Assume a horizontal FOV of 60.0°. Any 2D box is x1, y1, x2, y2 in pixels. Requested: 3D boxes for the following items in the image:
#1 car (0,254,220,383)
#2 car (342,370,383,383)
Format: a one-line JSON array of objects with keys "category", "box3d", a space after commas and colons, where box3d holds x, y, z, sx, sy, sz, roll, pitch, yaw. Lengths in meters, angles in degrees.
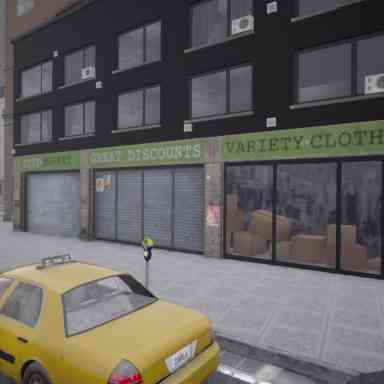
[{"category": "car", "box3d": [-1.980, 1.524, 4.494, 4.829, 1.417, 1.752, 0, 1, 35]}, {"category": "car", "box3d": [2.712, 1.551, 1.160, 4.403, 1.369, 2.008, 0, 1, 35]}]
